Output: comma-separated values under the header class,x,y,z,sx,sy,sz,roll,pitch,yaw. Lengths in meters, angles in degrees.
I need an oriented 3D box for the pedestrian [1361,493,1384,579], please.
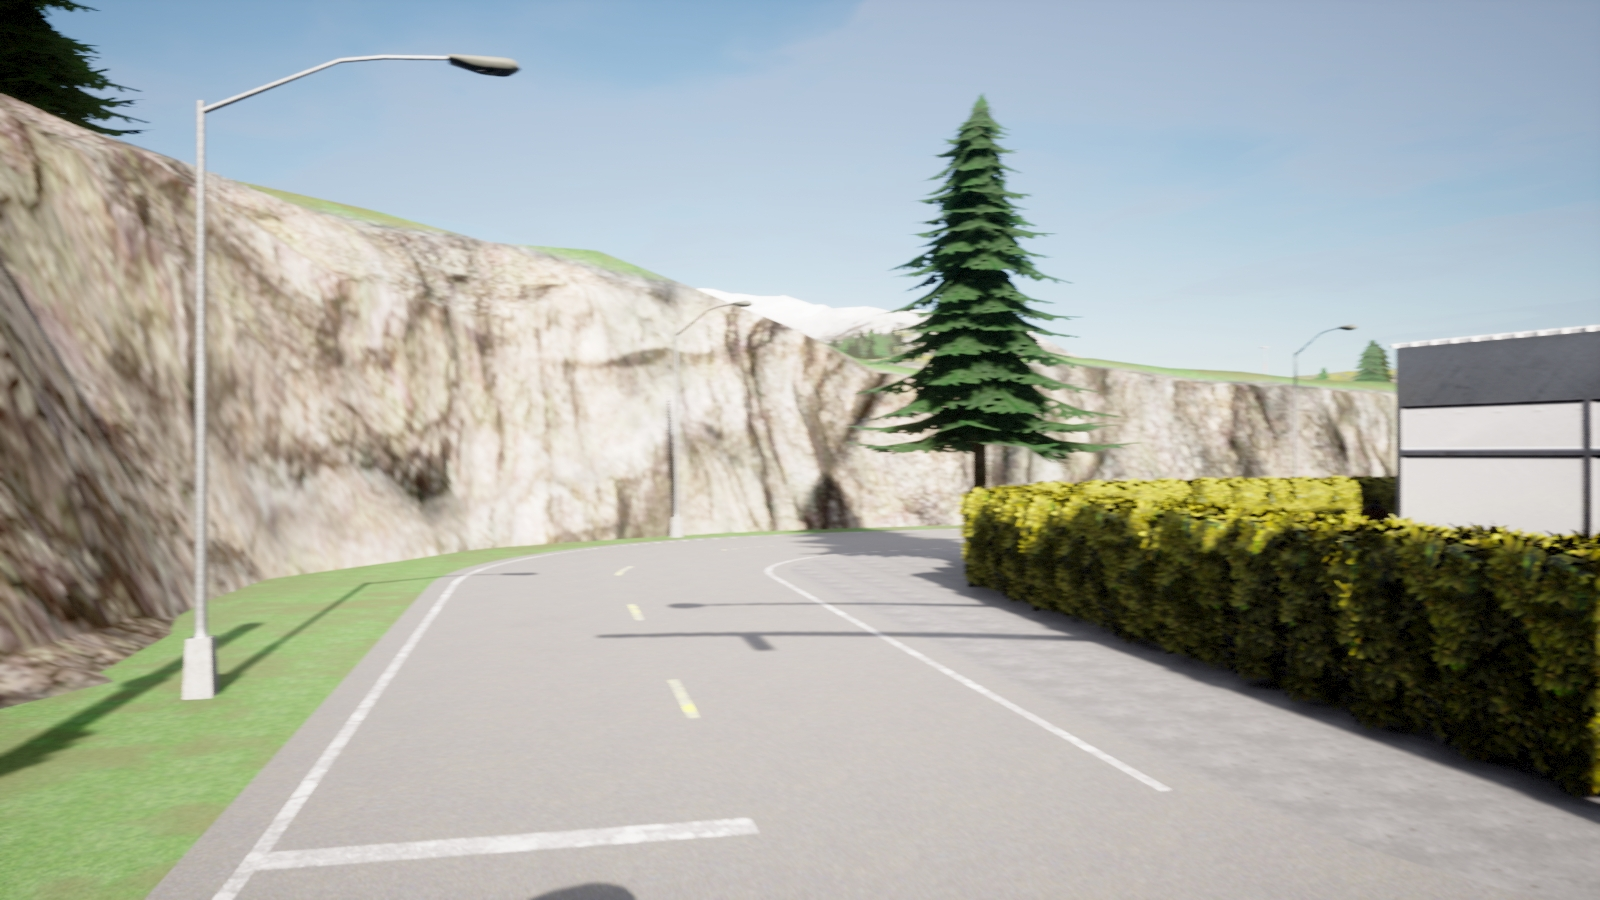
class,x,y,z,sx,sy,sz,roll,pitch,yaw
pedestrian,12.679,1.900,25.290,0.375,1.860,0.375,0,0,40
